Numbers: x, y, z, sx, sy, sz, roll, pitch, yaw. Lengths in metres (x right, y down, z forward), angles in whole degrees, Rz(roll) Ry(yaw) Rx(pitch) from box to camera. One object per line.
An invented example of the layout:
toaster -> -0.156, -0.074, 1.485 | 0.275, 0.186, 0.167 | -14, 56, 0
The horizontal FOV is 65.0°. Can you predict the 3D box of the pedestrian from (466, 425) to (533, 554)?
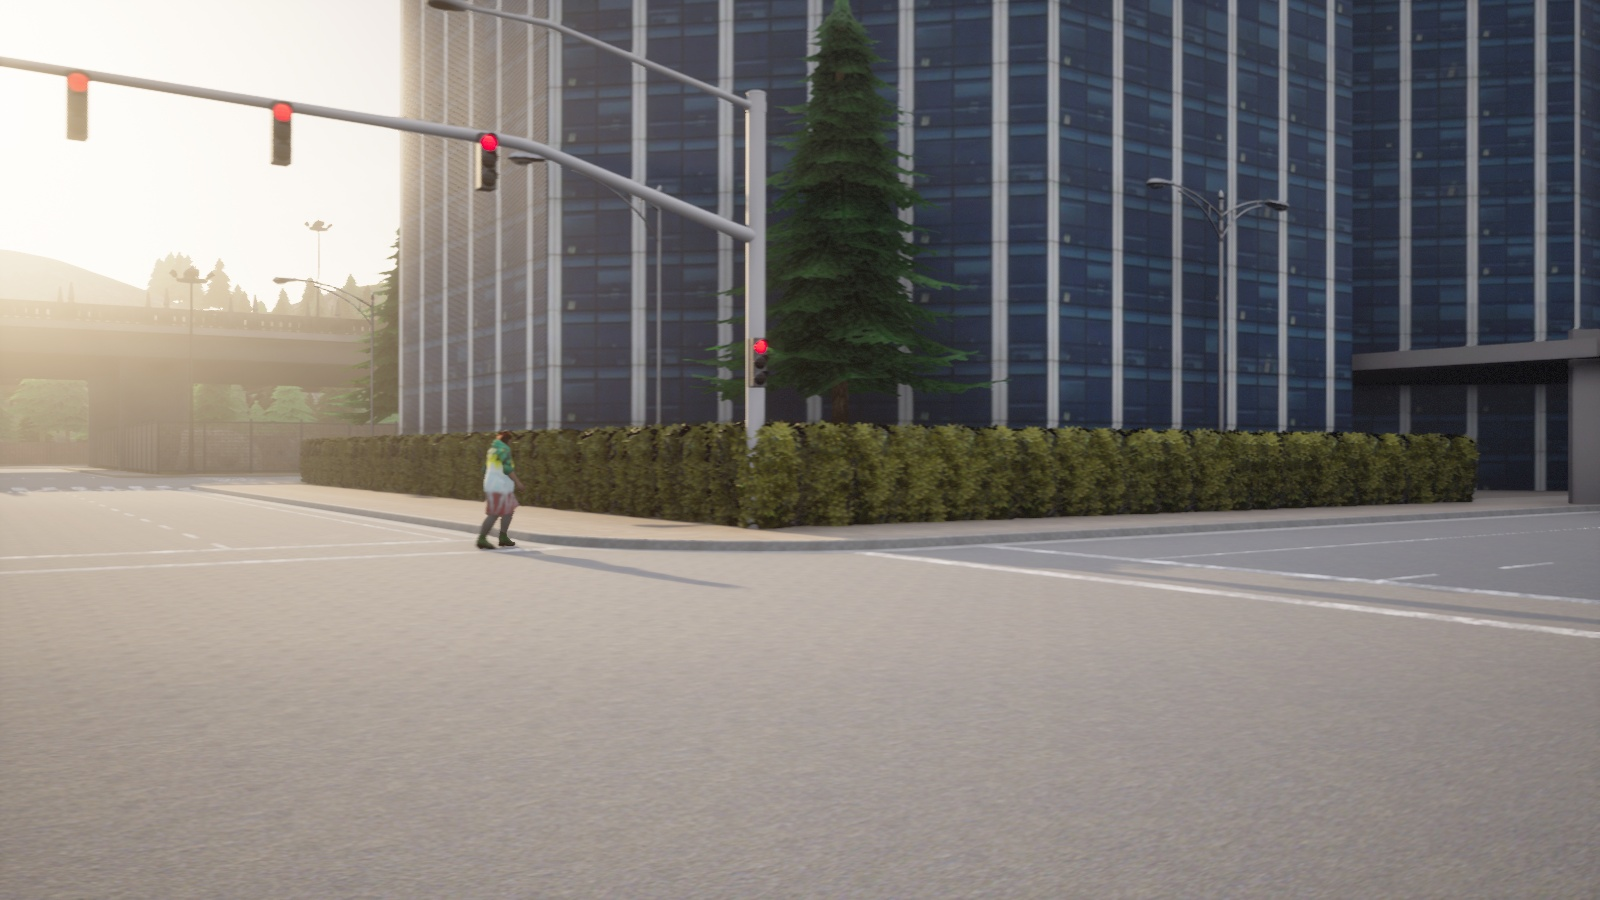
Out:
pedestrian -> -4.639, 0.595, 19.375 | 0.873, 1.952, 0.659 | 0, 0, -28
